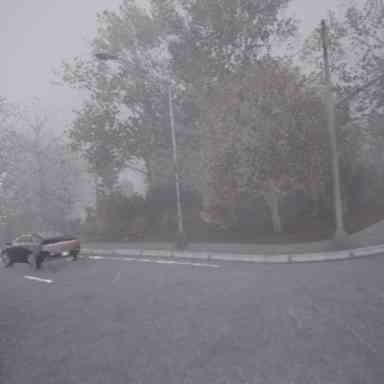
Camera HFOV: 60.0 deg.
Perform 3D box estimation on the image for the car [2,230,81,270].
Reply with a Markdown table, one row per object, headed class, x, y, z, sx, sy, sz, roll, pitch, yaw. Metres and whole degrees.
| class | x | y | z | sx | sy | sz | roll | pitch | yaw |
| --- | --- | --- | --- | --- | --- | --- | --- | --- | --- |
| car | -6.932 | 2.527 | 15.060 | 4.902 | 1.511 | 2.128 | -8 | -2 | 41 |
